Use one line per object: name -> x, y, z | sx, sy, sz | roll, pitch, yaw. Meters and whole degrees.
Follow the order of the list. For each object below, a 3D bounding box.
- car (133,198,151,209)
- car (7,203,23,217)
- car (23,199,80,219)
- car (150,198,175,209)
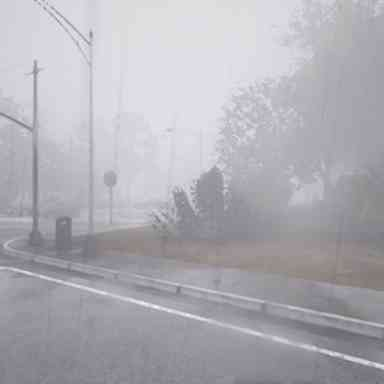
car -> -5.928, 1.485, 44.690 | 1.812, 1.442, 4.674 | 0, 0, 32
car -> -14.549, 1.451, 30.860 | 2.128, 1.511, 4.902 | 0, 0, 32
car -> -11.804, 1.529, 28.647 | 1.994, 1.385, 4.181 | 0, 0, 32
car -> -2.931, 1.528, 42.881 | 1.994, 1.385, 4.181 | 0, 0, 32
